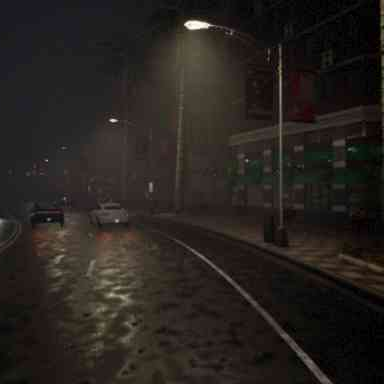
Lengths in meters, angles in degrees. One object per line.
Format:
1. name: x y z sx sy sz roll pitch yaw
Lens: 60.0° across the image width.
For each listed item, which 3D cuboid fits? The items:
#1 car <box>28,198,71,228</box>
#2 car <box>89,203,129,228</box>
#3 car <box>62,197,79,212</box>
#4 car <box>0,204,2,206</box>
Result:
1. car: -9.490 1.396 21.607 2.128 1.511 4.902 0 0 -28
2. car: -5.291 1.411 21.114 1.812 1.442 4.674 0 1 -25
3. car: -13.426 1.321 35.524 2.128 1.511 4.902 -1 0 -31
4. car: -17.216 1.410 27.948 1.837 1.490 4.892 -1 0 -31
